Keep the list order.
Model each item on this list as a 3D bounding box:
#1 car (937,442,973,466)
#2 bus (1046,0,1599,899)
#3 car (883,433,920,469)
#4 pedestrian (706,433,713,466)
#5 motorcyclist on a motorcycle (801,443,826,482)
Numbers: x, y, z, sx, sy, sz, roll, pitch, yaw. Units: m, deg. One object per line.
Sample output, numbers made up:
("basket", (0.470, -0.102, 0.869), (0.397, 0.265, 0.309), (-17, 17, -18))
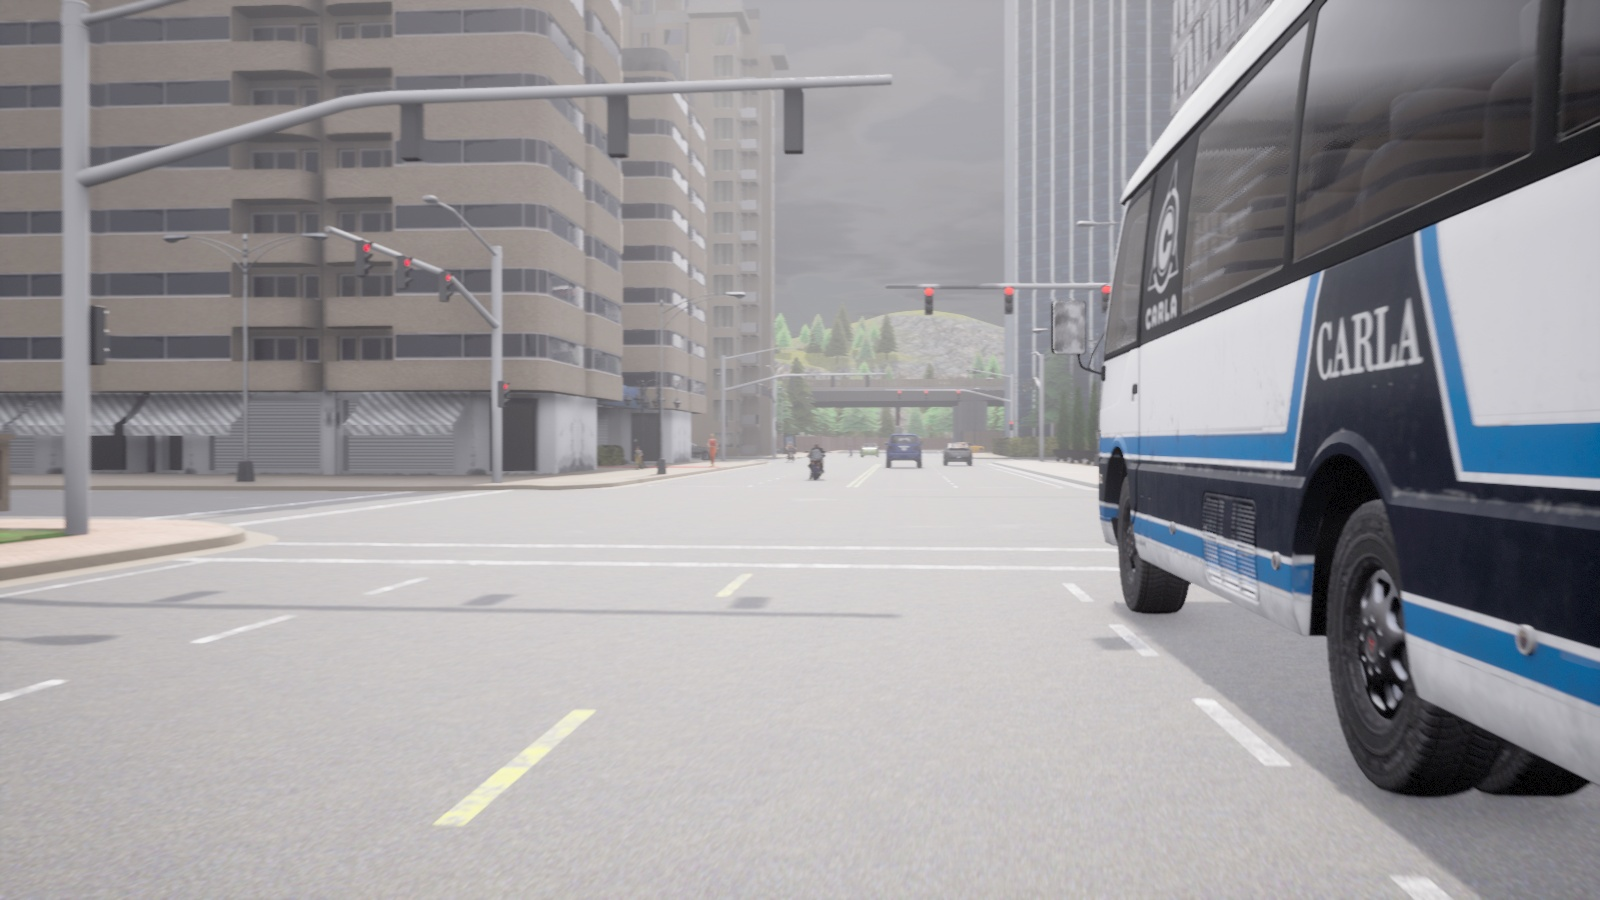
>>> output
("car", (10.170, 0.248, 82.631), (2.128, 1.511, 4.902), (0, 0, 5))
("bus", (4.120, -0.668, 7.795), (3.944, 4.253, 10.273), (0, 0, 5))
("car", (6.138, 0.041, 76.185), (2.150, 2.045, 5.566), (0, 0, 5))
("pedestrian", (-5.021, -0.030, 69.695), (0.345, 1.836, 0.594), (0, 0, 4))
("motorcyclist on a motorcycle", (0.557, 0.494, 50.606), (0.866, 1.530, 2.191), (0, 0, 5))
